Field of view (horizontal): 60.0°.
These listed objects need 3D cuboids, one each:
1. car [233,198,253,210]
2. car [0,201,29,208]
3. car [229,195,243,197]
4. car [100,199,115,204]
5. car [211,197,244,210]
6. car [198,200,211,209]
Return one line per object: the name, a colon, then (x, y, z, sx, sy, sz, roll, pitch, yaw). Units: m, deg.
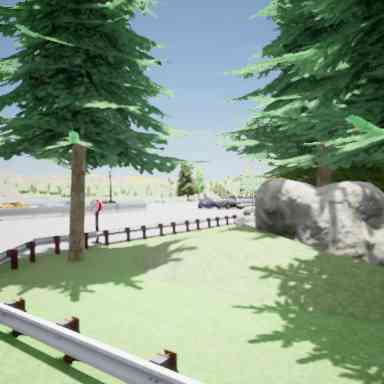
car: (8.421, 1.965, 49.116, 1.895, 1.301, 4.718, -1, 0, 35)
car: (-26.462, 2.093, 48.456, 1.882, 1.535, 5.008, -1, -1, 36)
car: (8.497, 1.643, 61.329, 2.150, 2.045, 5.566, -1, 0, 35)
car: (-16.584, 2.099, 62.330, 2.128, 1.511, 4.902, -1, 0, 36)
car: (5.549, 1.886, 51.119, 2.128, 1.511, 4.902, -1, 0, 35)
car: (2.653, 1.951, 53.085, 1.812, 1.442, 4.674, -1, 0, 35)
